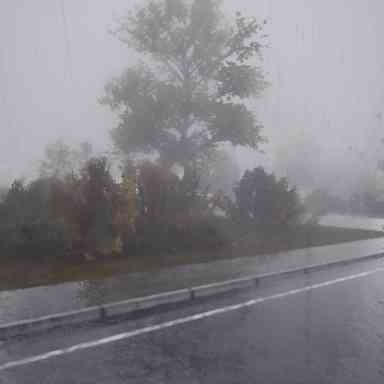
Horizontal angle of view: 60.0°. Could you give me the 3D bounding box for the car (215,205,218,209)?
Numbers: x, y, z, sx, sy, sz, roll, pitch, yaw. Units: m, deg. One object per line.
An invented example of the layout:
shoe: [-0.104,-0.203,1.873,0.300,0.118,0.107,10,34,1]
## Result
car: [1.967,2.393,53.438,4.674,1.442,1.812,-1,-1,41]
